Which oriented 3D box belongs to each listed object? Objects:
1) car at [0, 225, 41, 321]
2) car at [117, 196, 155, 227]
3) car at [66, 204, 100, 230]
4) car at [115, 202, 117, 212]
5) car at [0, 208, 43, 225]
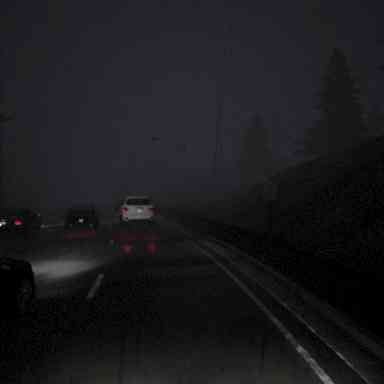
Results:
[{"bbox_3d":[-3.839,1.518,4.542,2.128,1.511,4.902,0,0,-4],"label":"car"},{"bbox_3d":[-4.032,1.287,23.940,2.150,2.045,5.566,0,0,-14],"label":"car"},{"bbox_3d":[-7.215,1.554,22.205,1.882,1.535,5.008,0,0,-14],"label":"car"},{"bbox_3d":[-8.398,1.645,40.778,1.812,1.442,4.674,0,0,-15],"label":"car"},{"bbox_3d":[-10.032,1.631,19.155,2.033,1.411,5.357,0,0,-14],"label":"car"}]
